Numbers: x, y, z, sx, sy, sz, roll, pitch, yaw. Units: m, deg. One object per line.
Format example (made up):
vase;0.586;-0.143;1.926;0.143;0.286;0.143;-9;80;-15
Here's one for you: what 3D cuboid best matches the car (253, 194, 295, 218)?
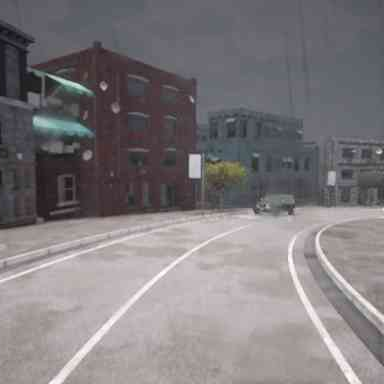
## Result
car;7.932;1.219;31.587;2.150;2.045;5.566;4;2;39
